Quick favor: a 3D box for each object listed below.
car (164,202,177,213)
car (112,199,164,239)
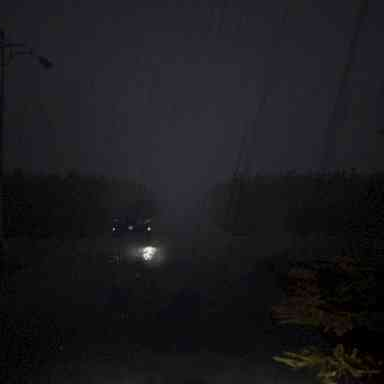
[{"bbox_3d":[-3.094,2.041,44.820,1.812,1.442,4.674,0,-1,0],"label":"car"},{"bbox_3d":[-3.101,1.443,19.583,2.150,2.045,5.566,0,0,0],"label":"car"}]
